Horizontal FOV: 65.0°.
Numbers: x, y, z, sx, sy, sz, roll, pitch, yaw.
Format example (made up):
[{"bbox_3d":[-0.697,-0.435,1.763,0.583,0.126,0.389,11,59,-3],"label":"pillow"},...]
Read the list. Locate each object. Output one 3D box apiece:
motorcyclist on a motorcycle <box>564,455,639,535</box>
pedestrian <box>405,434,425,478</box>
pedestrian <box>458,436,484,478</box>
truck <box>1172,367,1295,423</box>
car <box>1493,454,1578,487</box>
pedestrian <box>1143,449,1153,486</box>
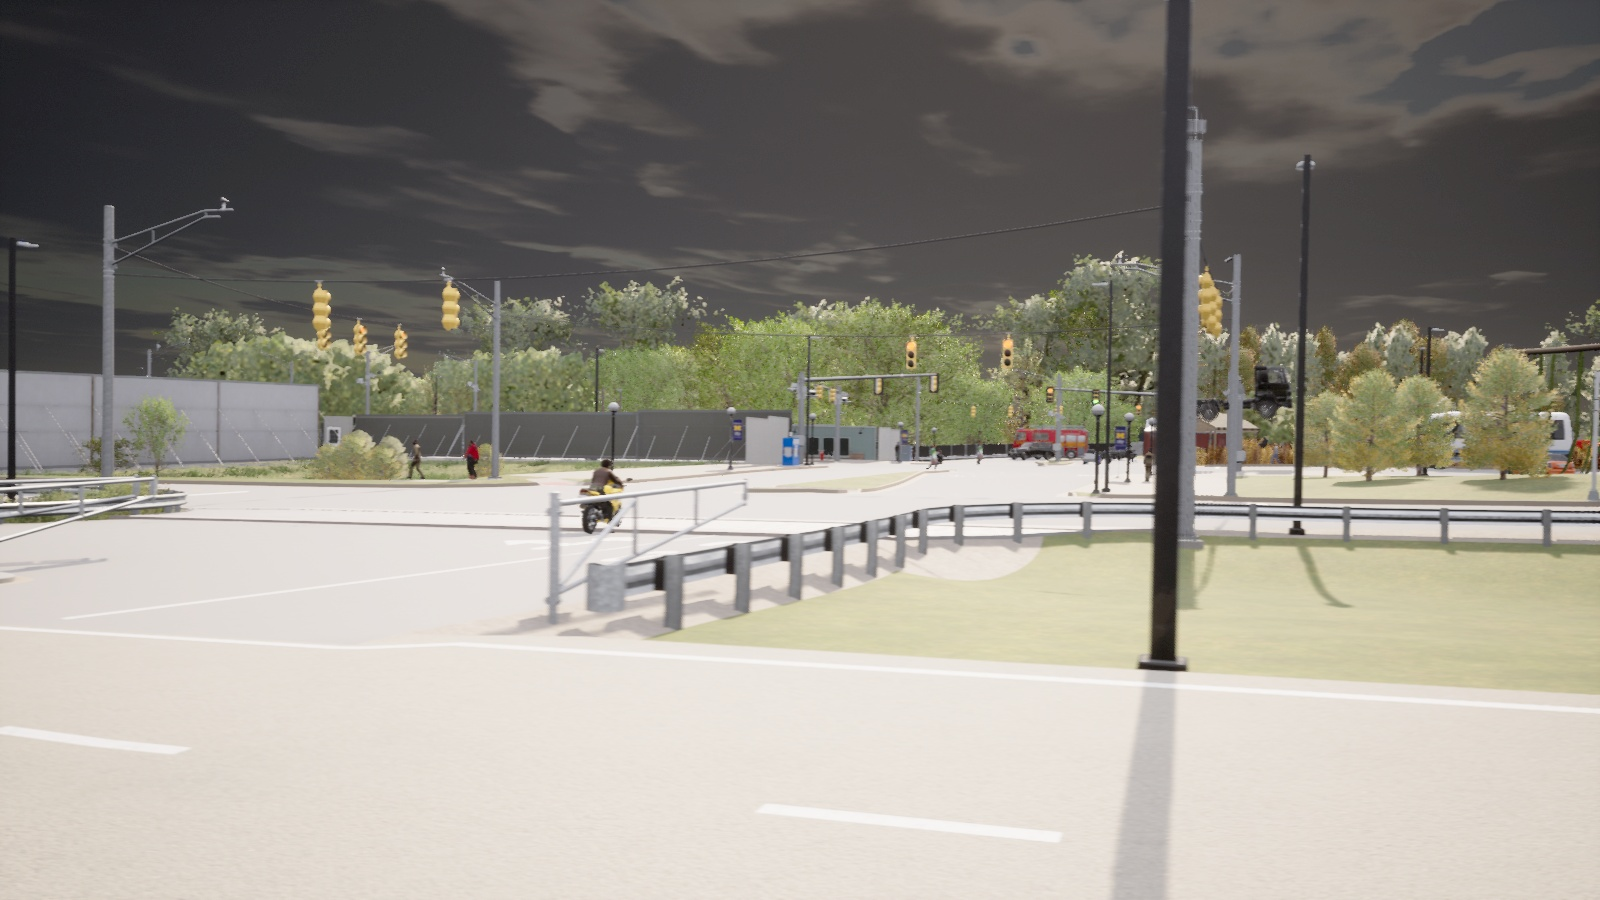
[{"bbox_3d":[-4.187,0.930,26.645,0.797,1.523,2.044,1,3,16],"label":"motorcyclist on a motorcycle"},{"bbox_3d":[-17.052,0.250,55.595,0.692,1.930,0.396,2,1,10],"label":"pedestrian"},{"bbox_3d":[-14.592,0.296,55.751,0.899,1.844,0.634,0,2,-41],"label":"pedestrian"},{"bbox_3d":[30.409,-3.872,88.415,7.936,3.462,2.891,-2,3,17],"label":"truck"},{"bbox_3d":[45.582,1.267,77.944,2.097,1.767,4.553,1,2,-8],"label":"car"},{"bbox_3d":[18.508,0.915,66.828,0.396,1.930,0.692,2,1,19],"label":"pedestrian"}]
